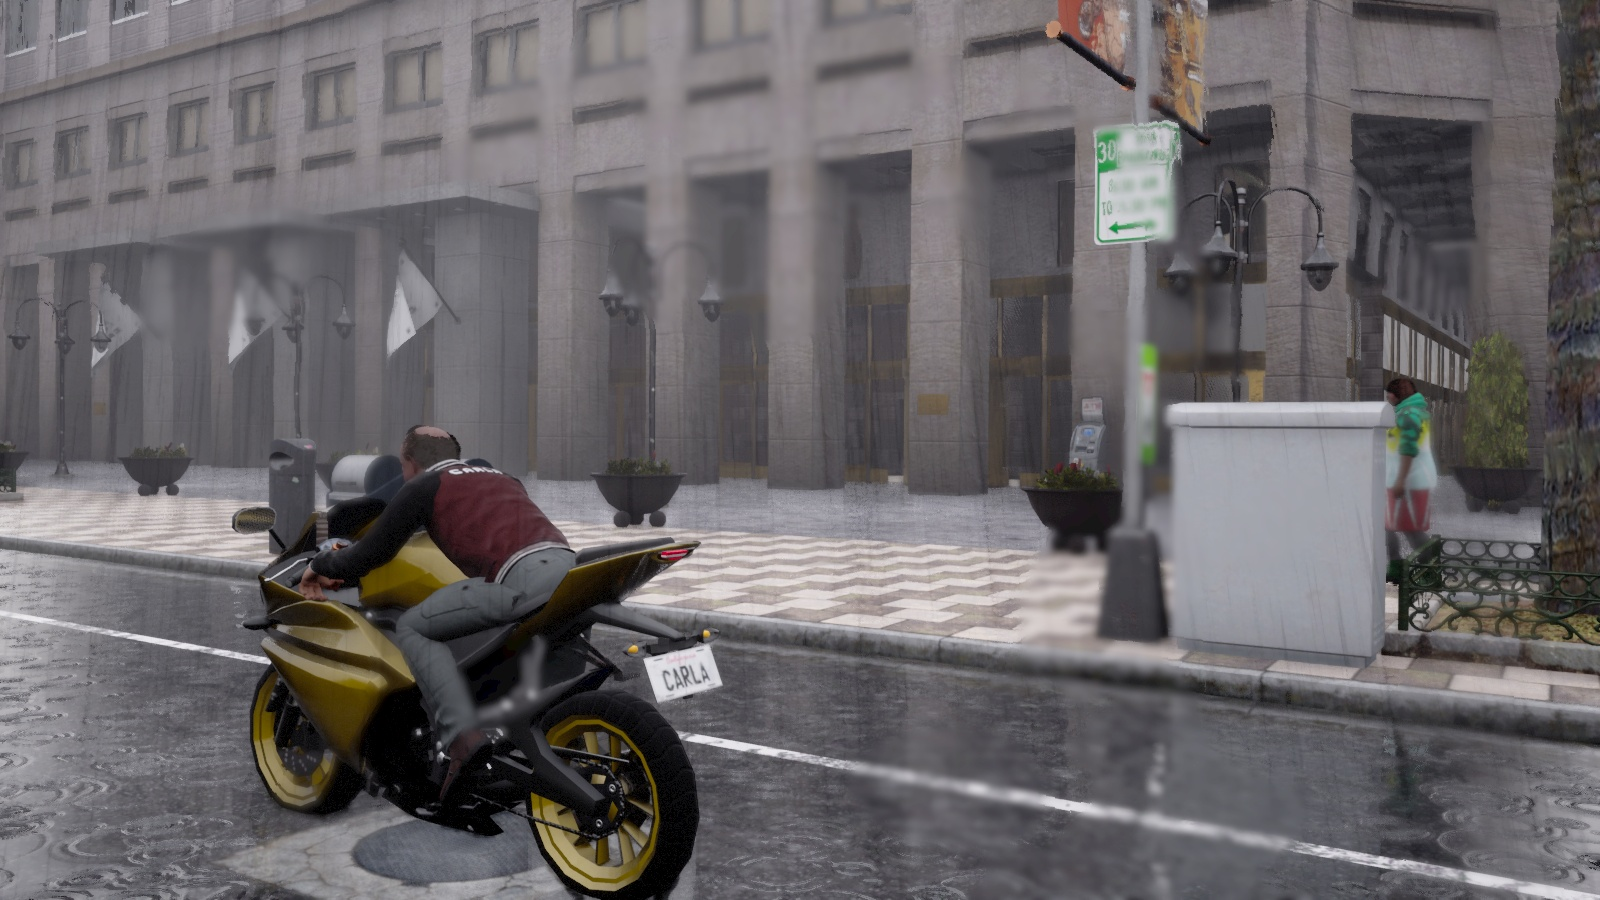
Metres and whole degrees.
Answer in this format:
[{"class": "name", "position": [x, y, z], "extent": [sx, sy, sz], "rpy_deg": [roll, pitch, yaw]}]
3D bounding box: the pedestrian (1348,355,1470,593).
[{"class": "pedestrian", "position": [5.234, 0.193, 10.783], "extent": [0.873, 1.952, 0.659], "rpy_deg": [0, 1, 32]}]

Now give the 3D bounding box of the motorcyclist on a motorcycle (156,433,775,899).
[{"class": "motorcyclist on a motorcycle", "position": [-1.241, 0.717, 4.448], "extent": [2.191, 1.530, 0.866], "rpy_deg": [0, 1, 34]}]
